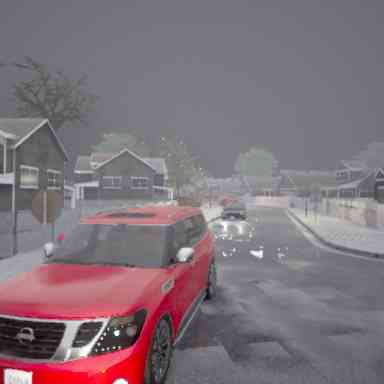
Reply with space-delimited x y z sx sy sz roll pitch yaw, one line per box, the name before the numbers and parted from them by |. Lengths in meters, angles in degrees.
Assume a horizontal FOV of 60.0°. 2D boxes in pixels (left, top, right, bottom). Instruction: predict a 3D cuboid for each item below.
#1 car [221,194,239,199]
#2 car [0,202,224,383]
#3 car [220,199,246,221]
car | 6.037 1.326 52.212 2.150 2.045 5.566 0 0 -10
car | -0.967 1.351 5.756 2.150 2.045 5.566 0 0 13
car | 3.555 1.565 27.739 2.033 1.411 5.357 0 0 11
